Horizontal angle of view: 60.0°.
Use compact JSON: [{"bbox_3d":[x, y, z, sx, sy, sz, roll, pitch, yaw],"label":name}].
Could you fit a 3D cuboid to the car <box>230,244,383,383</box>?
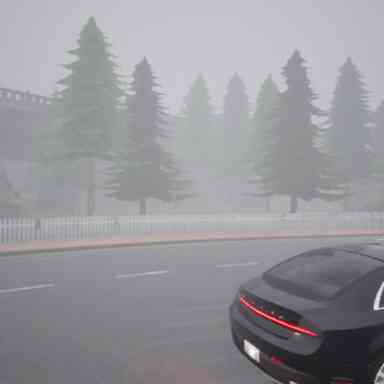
[{"bbox_3d":[2.891,1.516,4.649,4.892,1.490,1.837,0,0,-23],"label":"car"}]
